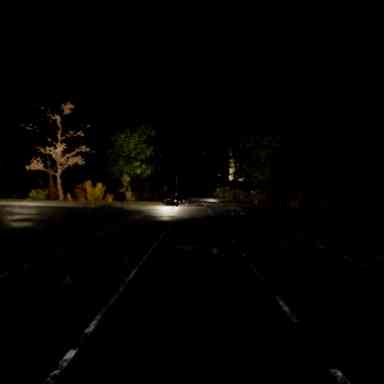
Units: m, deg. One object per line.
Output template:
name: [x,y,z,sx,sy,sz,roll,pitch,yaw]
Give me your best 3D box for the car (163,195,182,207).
car: [-3.031,1.263,48.599,2.097,1.767,4.553,1,-1,0]
